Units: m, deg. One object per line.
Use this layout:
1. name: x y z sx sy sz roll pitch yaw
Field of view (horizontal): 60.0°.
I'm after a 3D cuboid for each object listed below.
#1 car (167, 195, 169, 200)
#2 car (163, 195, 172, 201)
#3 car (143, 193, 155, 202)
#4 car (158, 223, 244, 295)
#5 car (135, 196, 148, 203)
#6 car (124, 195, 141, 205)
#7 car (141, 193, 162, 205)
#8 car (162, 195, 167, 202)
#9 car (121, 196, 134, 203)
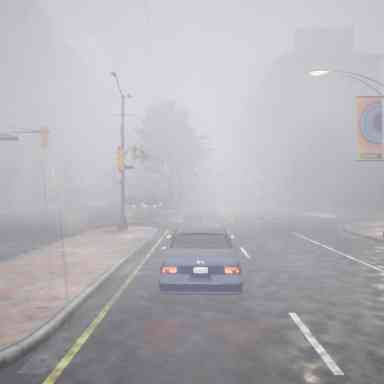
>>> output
1. car: -6.618 1.525 76.487 2.128 1.511 4.902 0 0 1
2. car: -6.434 1.478 86.581 1.882 1.535 5.008 0 0 1
3. car: -10.079 1.225 78.678 2.150 2.045 5.566 0 0 1
4. car: 0.225 1.547 8.891 2.033 1.411 5.357 0 0 1
5. car: -10.281 1.505 67.992 1.837 1.490 4.892 0 0 1
6. car: -10.537 1.352 57.817 2.097 1.767 4.553 0 0 1
7. car: -7.037 1.352 57.941 2.097 1.767 4.553 0 0 1
8. car: -6.824 1.352 66.713 2.097 1.767 4.553 0 0 1
9. car: -13.491 1.595 69.781 1.895 1.301 4.718 0 0 1
